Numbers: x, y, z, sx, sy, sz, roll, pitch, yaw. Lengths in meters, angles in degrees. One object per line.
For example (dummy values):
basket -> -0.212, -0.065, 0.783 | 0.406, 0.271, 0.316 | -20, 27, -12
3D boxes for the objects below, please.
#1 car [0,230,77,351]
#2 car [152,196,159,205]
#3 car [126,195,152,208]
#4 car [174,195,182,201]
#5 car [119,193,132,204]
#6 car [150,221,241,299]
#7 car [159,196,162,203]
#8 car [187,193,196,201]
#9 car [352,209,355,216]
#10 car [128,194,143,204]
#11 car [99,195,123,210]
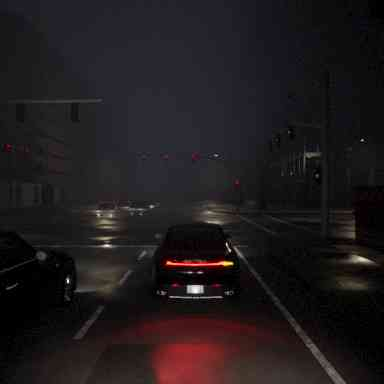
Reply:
car -> -3.447, 1.352, 5.095 | 2.097, 1.767, 4.553 | 0, 0, 0
car -> -7.406, 1.478, 57.450 | 1.882, 1.535, 5.008 | 0, 0, 1
car -> -7.491, 1.547, 47.471 | 2.033, 1.411, 5.357 | 0, 0, 0
car -> -3.536, 1.553, 84.211 | 1.994, 1.385, 4.181 | 0, 0, 1
car -> -10.949, 1.221, 54.108 | 2.150, 2.045, 5.566 | 0, 0, 1
car -> 0.079, 1.505, 8.419 | 1.837, 1.490, 4.892 | 0, 0, 0
car -> -7.220, 1.547, 67.893 | 2.033, 1.411, 5.357 | 0, 0, 1
car -> -0.034, 1.225, 84.437 | 2.150, 2.045, 5.566 | 0, 0, 1
car -> 15.966, 1.656, 27.649 | 4.718, 1.301, 1.895 | 0, 0, 0
car -> -10.803, 1.352, 63.857 | 2.097, 1.767, 4.553 | 0, 0, 1
car -> -10.978, 1.478, 44.288 | 1.882, 1.535, 5.008 | 0, 0, 0
